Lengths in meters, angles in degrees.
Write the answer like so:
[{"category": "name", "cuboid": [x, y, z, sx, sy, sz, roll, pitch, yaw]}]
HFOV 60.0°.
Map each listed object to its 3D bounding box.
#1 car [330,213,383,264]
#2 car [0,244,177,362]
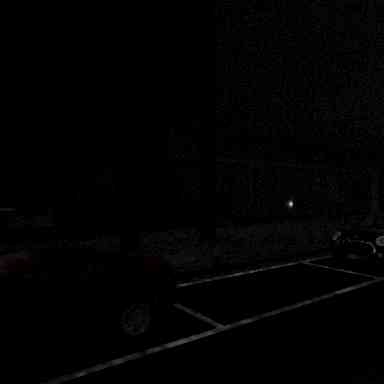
[{"category": "car", "cuboid": [6.518, 1.440, 11.298, 4.097, 1.590, 1.967, 0, 0, -35]}, {"category": "car", "cuboid": [-2.368, 1.543, 4.960, 4.507, 1.381, 1.887, 0, 0, -35]}]
